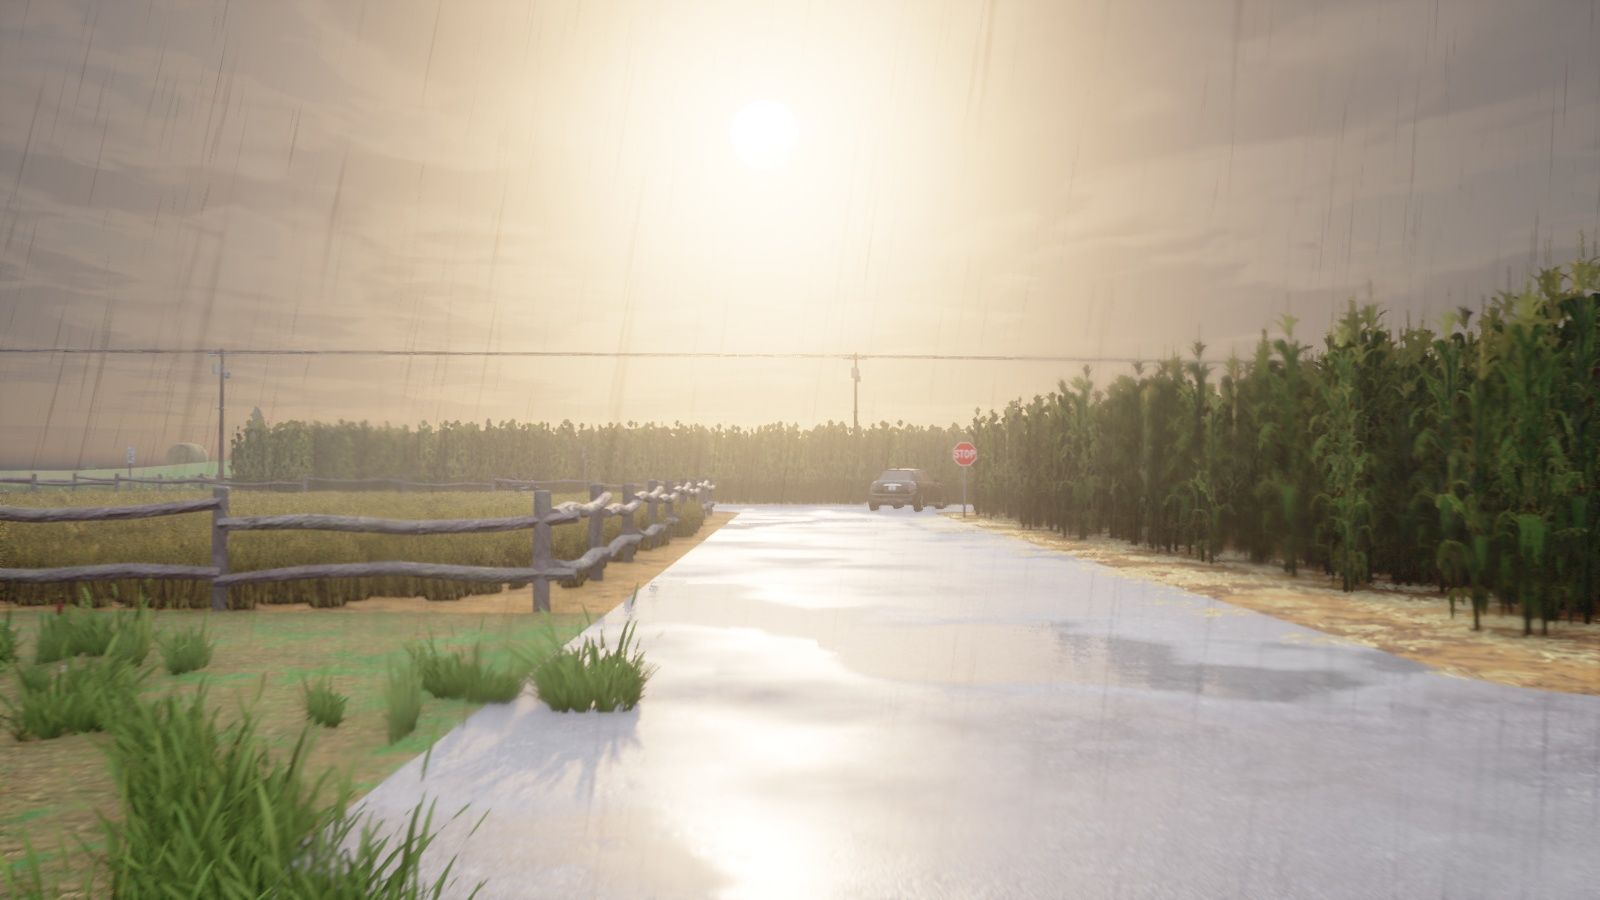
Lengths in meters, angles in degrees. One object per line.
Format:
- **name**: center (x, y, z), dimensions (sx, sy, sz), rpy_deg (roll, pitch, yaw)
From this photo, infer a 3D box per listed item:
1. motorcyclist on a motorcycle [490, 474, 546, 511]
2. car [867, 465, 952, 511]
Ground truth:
- **motorcyclist on a motorcycle**: center (-11.923, 1.787, 53.139), dimensions (2.191, 1.530, 0.866), rpy_deg (0, -1, 0)
- **car**: center (4.449, 1.499, 50.400), dimensions (2.097, 1.767, 4.553), rpy_deg (-1, -1, 23)
